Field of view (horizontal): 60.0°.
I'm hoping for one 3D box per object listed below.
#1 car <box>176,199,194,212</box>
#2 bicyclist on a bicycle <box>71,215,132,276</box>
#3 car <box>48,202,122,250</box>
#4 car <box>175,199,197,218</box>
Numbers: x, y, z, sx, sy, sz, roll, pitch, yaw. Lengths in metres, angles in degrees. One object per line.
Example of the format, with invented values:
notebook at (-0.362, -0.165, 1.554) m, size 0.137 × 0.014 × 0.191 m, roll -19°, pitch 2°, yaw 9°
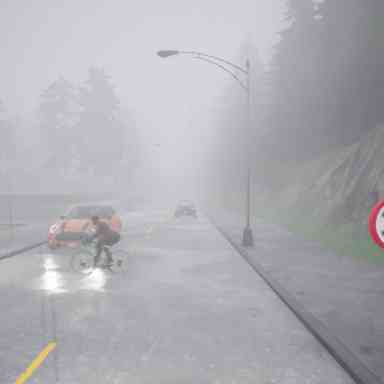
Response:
car at (-0.823, 1.547, 39.660) m, size 2.033 × 1.411 × 5.357 m, roll 0°, pitch 0°, yaw -1°
bicyclist on a bicycle at (-2.444, 1.451, 8.952) m, size 1.656 × 1.620 × 0.582 m, roll 0°, pitch 0°, yaw -1°
car at (-4.397, 1.352, 14.298) m, size 2.097 × 1.767 × 4.553 m, roll 0°, pitch 0°, yaw -1°
car at (-0.564, 1.526, 29.812) m, size 1.812 × 1.442 × 4.674 m, roll 0°, pitch 0°, yaw -1°
